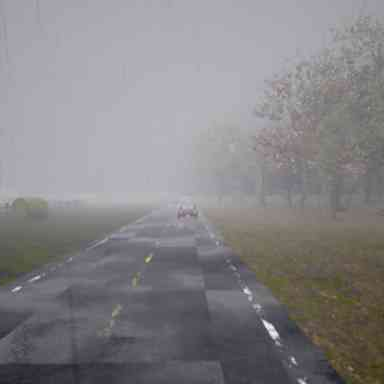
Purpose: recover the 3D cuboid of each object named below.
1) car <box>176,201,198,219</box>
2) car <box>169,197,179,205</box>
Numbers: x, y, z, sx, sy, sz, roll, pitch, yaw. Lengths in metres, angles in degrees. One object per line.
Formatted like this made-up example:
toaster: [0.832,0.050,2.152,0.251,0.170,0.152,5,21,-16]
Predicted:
car: [-0.399,1.865,31.896,1.895,1.301,4.718,0,0,0]
car: [-3.821,1.876,72.713,2.097,1.767,4.553,0,0,-1]
